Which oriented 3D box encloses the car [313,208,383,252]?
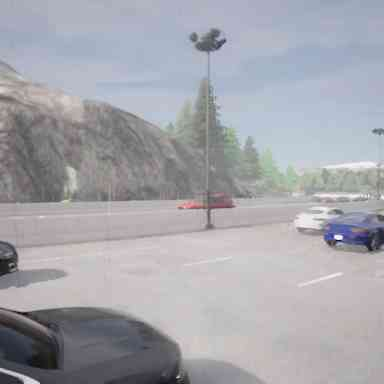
[{"bbox_3d":[7.298,1.541,14.008,4.674,1.442,1.812,0,0,-40],"label":"car"}]

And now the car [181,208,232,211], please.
[{"bbox_3d":[1.137,1.265,27.349,5.566,2.045,2.150,0,0,-41],"label":"car"}]

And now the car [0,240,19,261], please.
[{"bbox_3d":[-6.740,1.511,7.628,4.902,1.511,2.128,0,0,-35],"label":"car"}]

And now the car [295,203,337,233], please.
[{"bbox_3d":[7.653,1.548,18.869,4.674,1.442,1.812,0,0,-40],"label":"car"}]

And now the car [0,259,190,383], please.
[{"bbox_3d":[-2.265,1.512,2.224,4.892,1.490,1.837,0,0,-35],"label":"car"}]

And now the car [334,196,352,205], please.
[{"bbox_3d":[27.700,1.570,60.884,1.837,1.490,4.892,0,0,37],"label":"car"}]
